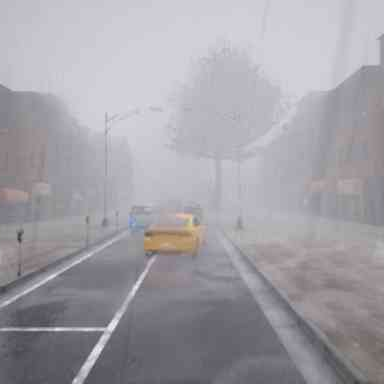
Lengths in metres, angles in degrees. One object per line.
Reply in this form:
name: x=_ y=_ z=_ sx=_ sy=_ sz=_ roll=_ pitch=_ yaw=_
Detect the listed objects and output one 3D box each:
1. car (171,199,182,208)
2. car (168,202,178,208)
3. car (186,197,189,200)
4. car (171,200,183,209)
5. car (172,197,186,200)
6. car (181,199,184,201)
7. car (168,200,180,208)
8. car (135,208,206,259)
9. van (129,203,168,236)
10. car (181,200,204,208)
car: x=-2.609 y=2.013 z=41.754 sx=1.887 sy=1.381 sz=4.507 roll=2 pitch=-1 yaw=0
car: x=-2.612 y=1.906 z=30.685 sx=1.947 sy=1.339 sz=4.313 roll=2 pitch=-1 yaw=0
car: x=0.110 y=2.090 z=53.927 sx=1.882 sy=1.535 sz=5.008 roll=0 pitch=-1 yaw=0
car: x=-2.606 y=2.217 z=58.358 sx=2.008 sy=1.369 sz=4.403 roll=1 pitch=-1 yaw=0
car: x=-2.601 y=1.914 z=52.826 sx=2.192 sy=1.841 sz=5.009 roll=1 pitch=-1 yaw=0
car: x=-2.608 y=2.084 z=47.290 sx=2.008 sy=1.369 sz=4.403 roll=1 pitch=-1 yaw=0
car: x=-2.610 y=1.927 z=36.050 sx=1.752 sy=1.417 sz=4.829 roll=2 pitch=-1 yaw=0
car: x=-0.548 y=1.624 z=13.442 sx=1.882 sy=1.535 sz=5.008 roll=0 pitch=-1 yaw=7
van: x=-2.609 y=1.556 z=19.617 sx=1.690 sy=1.788 sz=3.998 roll=2 pitch=-1 yaw=0
car: x=0.103 y=1.884 z=34.076 sx=1.837 sy=1.490 sz=4.892 roll=0 pitch=-1 yaw=0
